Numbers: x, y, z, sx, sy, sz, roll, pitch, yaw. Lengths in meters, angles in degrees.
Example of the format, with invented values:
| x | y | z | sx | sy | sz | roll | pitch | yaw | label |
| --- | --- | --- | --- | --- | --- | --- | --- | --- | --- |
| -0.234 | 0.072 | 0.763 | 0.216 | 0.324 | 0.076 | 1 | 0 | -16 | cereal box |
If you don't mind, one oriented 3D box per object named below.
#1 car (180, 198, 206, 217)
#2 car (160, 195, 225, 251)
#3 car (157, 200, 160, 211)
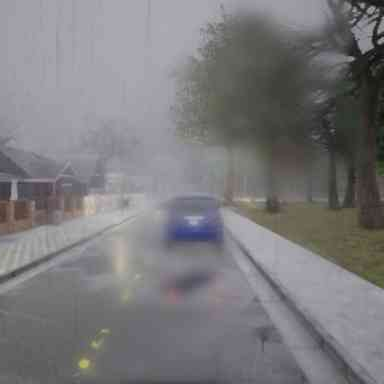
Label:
| x | y | z | sx | sy | sz | roll | pitch | yaw | label |
| --- | --- | --- | --- | --- | --- | --- | --- | --- | --- |
| 0.102 | 1.321 | 30.059 | 2.128 | 1.511 | 4.902 | 0 | 0 | 0 | car |
| 0.099 | 1.141 | 13.878 | 2.150 | 2.045 | 5.566 | 0 | 0 | 0 | car |
| -2.832 | 1.270 | 37.703 | 1.882 | 1.535 | 5.008 | 0 | 0 | 0 | car |
